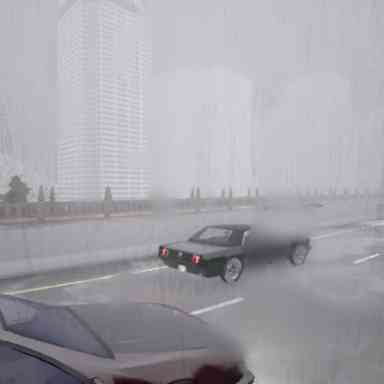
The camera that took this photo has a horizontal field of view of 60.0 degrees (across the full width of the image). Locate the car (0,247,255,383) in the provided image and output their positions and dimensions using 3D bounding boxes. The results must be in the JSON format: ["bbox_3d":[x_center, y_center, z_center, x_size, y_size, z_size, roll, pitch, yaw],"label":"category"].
[{"bbox_3d":[-2.002,1.560,2.428,5.357,1.411,2.033,0,0,-36],"label":"car"}]

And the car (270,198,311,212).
[{"bbox_3d":[11.320,1.434,37.892,5.357,1.411,2.033,0,0,-43],"label":"car"}]

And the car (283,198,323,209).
[{"bbox_3d":[11.270,1.384,33.048,4.902,1.511,2.128,0,0,-43],"label":"car"}]

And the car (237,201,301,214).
[{"bbox_3d":[5.090,1.546,22.466,4.718,1.301,1.895,0,0,-43],"label":"car"}]

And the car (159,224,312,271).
[{"bbox_3d":[1.462,1.583,9.594,4.718,1.301,1.895,0,0,-40],"label":"car"}]
